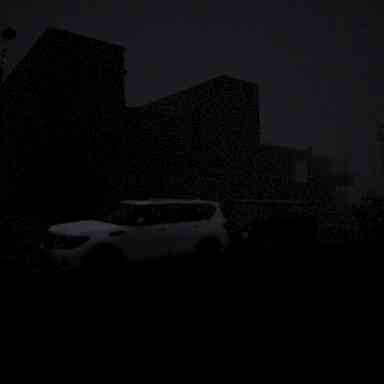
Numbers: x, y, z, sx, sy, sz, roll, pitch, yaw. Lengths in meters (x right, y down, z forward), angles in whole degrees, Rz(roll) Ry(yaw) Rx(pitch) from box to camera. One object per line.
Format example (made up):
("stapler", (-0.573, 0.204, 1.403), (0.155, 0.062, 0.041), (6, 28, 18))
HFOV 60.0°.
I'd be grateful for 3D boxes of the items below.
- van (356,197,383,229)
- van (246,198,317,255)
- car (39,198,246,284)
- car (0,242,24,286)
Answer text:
("van", (11.551, 1.297, 20.259), (4.442, 1.987, 1.878), (2, 0, -44))
("van", (3.029, 1.244, 13.014), (4.442, 1.987, 1.878), (2, 0, -40))
("car", (-1.351, 1.201, 9.684), (5.566, 2.045, 2.435), (2, 0, -39))
("car", (-5.896, 1.474, 6.475), (4.674, 1.452, 2.002), (2, 0, -35))
